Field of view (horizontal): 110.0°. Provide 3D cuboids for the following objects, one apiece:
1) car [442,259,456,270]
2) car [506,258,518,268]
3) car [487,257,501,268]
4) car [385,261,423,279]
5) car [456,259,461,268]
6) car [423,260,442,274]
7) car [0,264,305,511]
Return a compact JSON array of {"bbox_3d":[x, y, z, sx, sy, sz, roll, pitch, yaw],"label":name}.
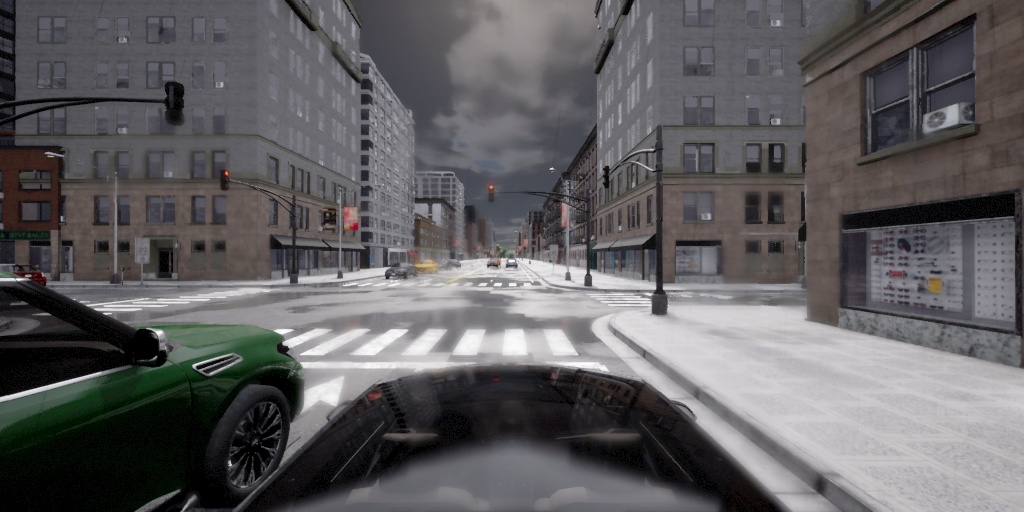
[{"bbox_3d":[-9.885,1.242,51.437,2.128,1.511,4.902,0,0,0],"label":"car"},{"bbox_3d":[-0.053,1.312,61.849,1.994,1.385,4.181,0,0,0],"label":"car"},{"bbox_3d":[-3.303,1.349,61.876,1.895,1.301,4.718,0,0,0],"label":"car"},{"bbox_3d":[-9.872,1.279,32.428,1.812,1.442,4.674,0,0,2],"label":"car"},{"bbox_3d":[-9.853,1.273,61.455,1.812,1.442,4.674,0,0,0],"label":"car"},{"bbox_3d":[-9.879,1.230,41.624,1.882,1.535,5.008,0,0,0],"label":"car"},{"bbox_3d":[-3.148,0.971,1.216,2.150,2.045,5.566,0,0,0],"label":"car"}]
